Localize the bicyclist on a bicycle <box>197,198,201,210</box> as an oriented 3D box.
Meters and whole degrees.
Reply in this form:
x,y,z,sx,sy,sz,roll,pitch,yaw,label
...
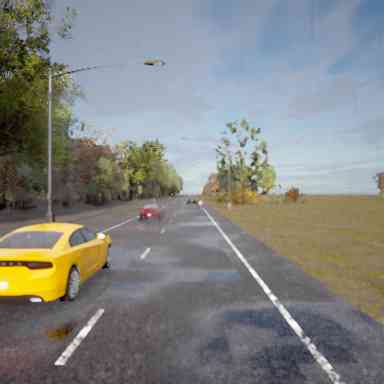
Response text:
x,y,z,sx,sy,sz,roll,pitch,yaw,label
0.957,1.707,47.216,0.582,1.620,1.656,0,-1,0,bicyclist on a bicycle

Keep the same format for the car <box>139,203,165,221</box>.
x,y,z,sx,sy,sz,roll,pitch,yaw,label
-3.405,1.681,28.827,1.812,1.442,4.674,0,0,0,car

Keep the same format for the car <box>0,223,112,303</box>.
x,y,z,sx,sy,sz,roll,pitch,yaw,label
-3.401,1.524,8.388,1.882,1.535,5.008,0,0,0,car

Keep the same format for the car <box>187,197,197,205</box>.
x,y,z,sx,sy,sz,roll,pitch,yaw,label
-0.005,1.725,68.137,2.097,1.767,4.553,0,0,0,car

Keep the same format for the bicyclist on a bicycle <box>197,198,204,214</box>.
x,y,z,sx,sy,sz,roll,pitch,yaw,label
0.964,1.641,38.054,0.866,1.612,1.509,0,0,0,bicyclist on a bicycle

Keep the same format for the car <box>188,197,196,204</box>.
x,y,z,sx,sy,sz,roll,pitch,yaw,label
-0.008,1.976,78.753,1.994,1.385,4.181,0,0,0,car
